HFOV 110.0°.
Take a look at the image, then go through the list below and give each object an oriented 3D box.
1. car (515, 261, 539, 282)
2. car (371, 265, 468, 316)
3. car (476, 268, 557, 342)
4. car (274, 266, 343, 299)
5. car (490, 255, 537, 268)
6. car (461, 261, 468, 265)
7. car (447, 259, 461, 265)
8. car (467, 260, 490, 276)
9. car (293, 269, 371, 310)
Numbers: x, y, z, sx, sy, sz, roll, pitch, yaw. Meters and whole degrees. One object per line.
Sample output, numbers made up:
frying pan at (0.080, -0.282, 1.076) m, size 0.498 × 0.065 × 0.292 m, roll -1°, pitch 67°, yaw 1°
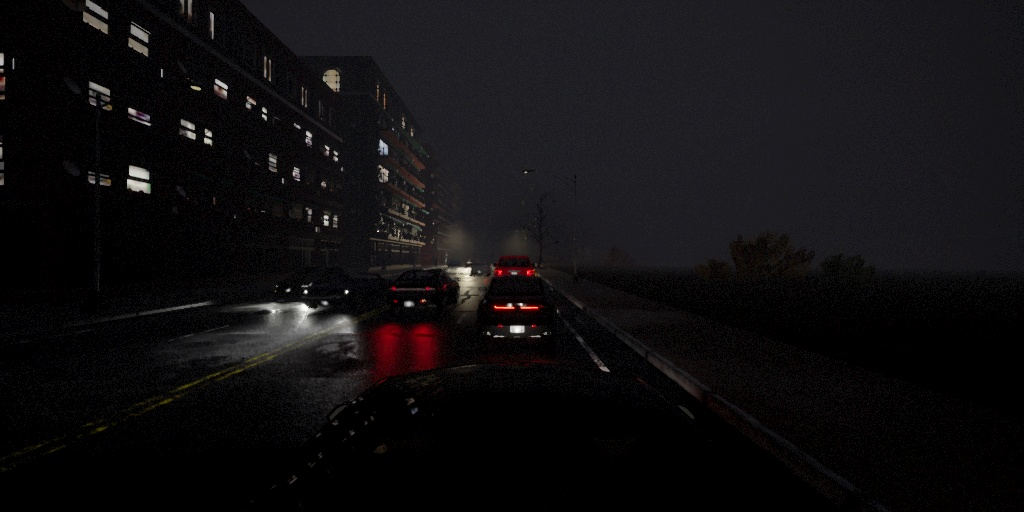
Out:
car at (1.164, 1.209, 30.538) m, size 1.801 × 1.575 × 5.366 m, roll 0°, pitch 0°, yaw 0°
car at (-3.139, 1.242, 13.360) m, size 2.128 × 1.511 × 4.902 m, roll 0°, pitch 0°, yaw 0°
car at (0.109, 1.256, 9.784) m, size 1.837 × 1.490 × 4.892 m, roll 0°, pitch 0°, yaw 0°
car at (-9.835, 1.257, 18.183) m, size 1.837 × 1.490 × 4.892 m, roll 0°, pitch 0°, yaw 0°
car at (0.117, 0.975, 20.131) m, size 2.150 × 2.045 × 5.566 m, roll 0°, pitch 0°, yaw 0°
car at (-6.533, 1.316, 58.215) m, size 1.994 × 1.385 × 4.181 m, roll 0°, pitch 0°, yaw 0°
car at (-9.769, 1.278, 61.353) m, size 1.812 × 1.442 × 4.674 m, roll 0°, pitch 0°, yaw 0°
car at (-3.119, 1.279, 36.458) m, size 1.812 × 1.442 × 4.674 m, roll 0°, pitch 0°, yaw 0°
car at (-6.587, 1.353, 14.852) m, size 1.895 × 1.301 × 4.718 m, roll 0°, pitch 0°, yaw 0°
